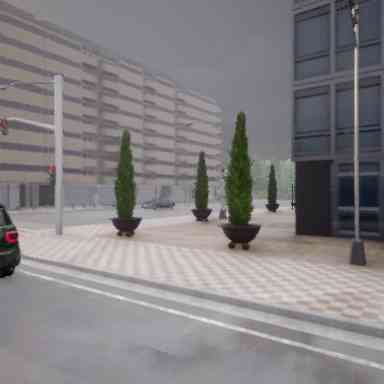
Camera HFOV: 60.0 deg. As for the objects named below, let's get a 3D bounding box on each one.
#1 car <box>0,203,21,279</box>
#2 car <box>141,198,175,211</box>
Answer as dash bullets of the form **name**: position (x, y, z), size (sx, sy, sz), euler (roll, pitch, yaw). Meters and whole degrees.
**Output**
- **car**: position (-6.715, 1.241, 9.044), size (5.566, 2.045, 2.150), euler (0, 0, 40)
- **car**: position (-4.167, 1.486, 41.089), size (2.128, 1.511, 4.902), euler (0, 0, 36)
